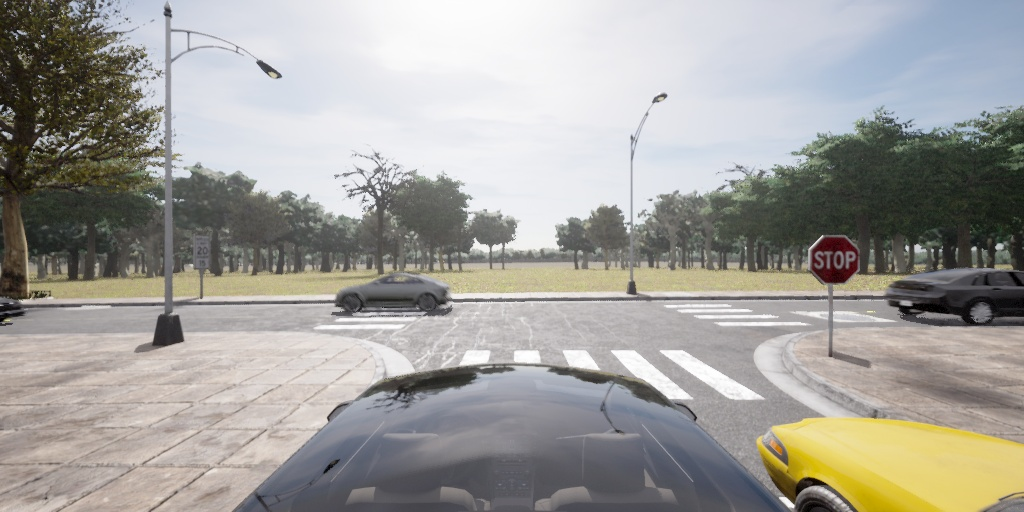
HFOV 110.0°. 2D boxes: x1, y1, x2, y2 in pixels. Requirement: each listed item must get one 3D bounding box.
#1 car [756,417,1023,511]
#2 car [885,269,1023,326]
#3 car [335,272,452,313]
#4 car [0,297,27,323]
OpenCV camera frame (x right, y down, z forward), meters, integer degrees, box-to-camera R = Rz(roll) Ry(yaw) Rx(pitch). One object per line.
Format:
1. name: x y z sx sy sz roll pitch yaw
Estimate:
1. car: 2.628 1.276 0.629 1.751 1.417 4.829 0 0 0
2. car: 13.935 1.116 10.457 4.892 1.490 1.837 0 0 1
3. car: -4.392 1.332 13.634 4.181 1.385 1.994 -1 0 1
4. car: -18.426 1.535 10.858 5.357 1.411 2.033 -1 0 1
